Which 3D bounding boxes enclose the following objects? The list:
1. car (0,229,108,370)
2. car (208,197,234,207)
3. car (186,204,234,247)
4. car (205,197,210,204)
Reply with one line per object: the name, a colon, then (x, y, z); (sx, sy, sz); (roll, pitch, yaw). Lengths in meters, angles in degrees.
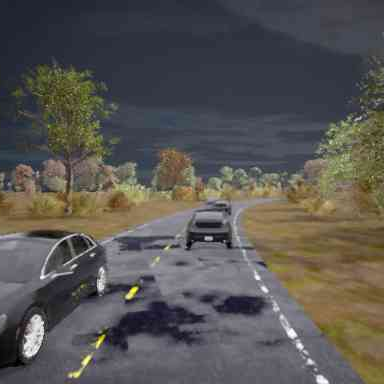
car: (-2.919, 1.503, 5.883); (1.837, 1.490, 4.892); (0, 0, 2)
car: (3.051, 1.496, 32.976); (1.837, 1.490, 4.892); (0, 0, 10)
car: (0.811, 1.509, 15.066); (1.837, 1.490, 4.892); (0, 0, 4)
car: (3.188, 1.445, 49.003); (1.882, 1.535, 5.008); (0, 0, 14)
